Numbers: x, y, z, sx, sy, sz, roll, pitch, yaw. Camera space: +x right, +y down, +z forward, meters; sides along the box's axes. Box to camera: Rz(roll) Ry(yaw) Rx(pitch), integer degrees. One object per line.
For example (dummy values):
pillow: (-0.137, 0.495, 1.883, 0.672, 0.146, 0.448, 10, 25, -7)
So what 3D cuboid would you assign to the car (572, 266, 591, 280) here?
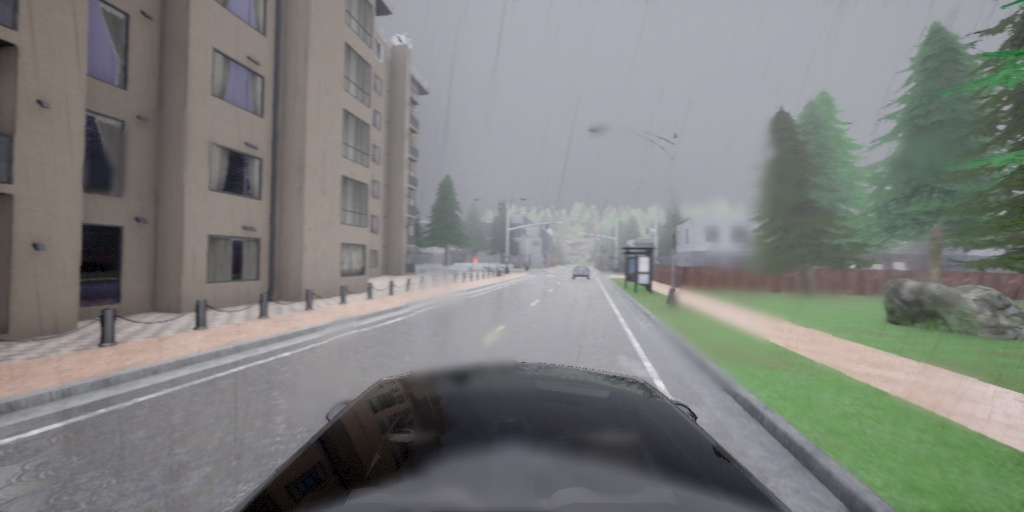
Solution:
car: (7.621, 1.803, 39.513, 2.033, 1.411, 5.357, 1, -1, 12)
